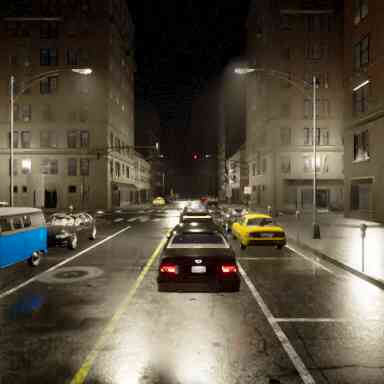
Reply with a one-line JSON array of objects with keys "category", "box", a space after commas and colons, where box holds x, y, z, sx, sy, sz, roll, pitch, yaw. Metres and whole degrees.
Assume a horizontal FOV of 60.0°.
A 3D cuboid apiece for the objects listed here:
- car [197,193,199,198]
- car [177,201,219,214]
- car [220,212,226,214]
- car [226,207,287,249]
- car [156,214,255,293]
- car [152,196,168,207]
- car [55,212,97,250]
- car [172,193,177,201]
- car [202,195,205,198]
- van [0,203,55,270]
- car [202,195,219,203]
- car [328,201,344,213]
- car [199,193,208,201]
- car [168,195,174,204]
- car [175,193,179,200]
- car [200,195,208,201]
[{"category": "car", "box": [2.980, 1.305, 80.483, 2.192, 1.841, 5.009, 0, 0, 0]}, {"category": "car", "box": [0.192, 1.491, 19.416, 2.128, 1.511, 4.902, 0, 0, -2]}, {"category": "car", "box": [2.720, 1.550, 19.517, 2.008, 1.369, 4.403, 0, 0, 0]}, {"category": "car", "box": [2.703, 1.525, 14.281, 1.752, 1.417, 4.829, 0, 0, 0]}, {"category": "car", "box": [0.136, 1.547, 8.970, 2.033, 1.411, 5.357, 0, 0, 0]}, {"category": "car", "box": [-5.168, 1.523, 51.938, 1.752, 1.417, 4.829, 0, 0, 0]}, {"category": "car", "box": [-5.332, 1.550, 14.145, 2.008, 1.369, 4.403, 0, 0, 0]}, {"category": "car", "box": [-5.069, 1.542, 74.832, 2.008, 1.369, 4.403, 0, 0, 0]}, {"category": "car", "box": [2.858, 1.579, 52.074, 1.802, 1.307, 4.206, 0, 0, 0]}, {"category": "van", "box": [-5.357, 1.341, 8.738, 1.690, 1.788, 3.998, 0, 0, 0]}, {"category": "car", "box": [2.834, 1.549, 46.393, 2.008, 1.369, 4.403, 0, 0, 0]}, {"category": "car", "box": [16.242, 1.465, 34.103, 4.181, 1.385, 1.994, 0, 0, 0]}, {"category": "car", "box": [2.931, 1.434, 69.120, 1.967, 1.590, 4.097, 0, 0, 0]}, {"category": "car", "box": [-5.118, 1.561, 63.470, 1.947, 1.339, 4.313, 0, 0, 0]}, {"category": "car", "box": [-5.021, 1.428, 86.194, 1.967, 1.590, 4.097, 0, 0, 0]}, {"category": "car", "box": [3.004, 1.554, 86.165, 1.947, 1.339, 4.313, 0, 0, 0]}]
